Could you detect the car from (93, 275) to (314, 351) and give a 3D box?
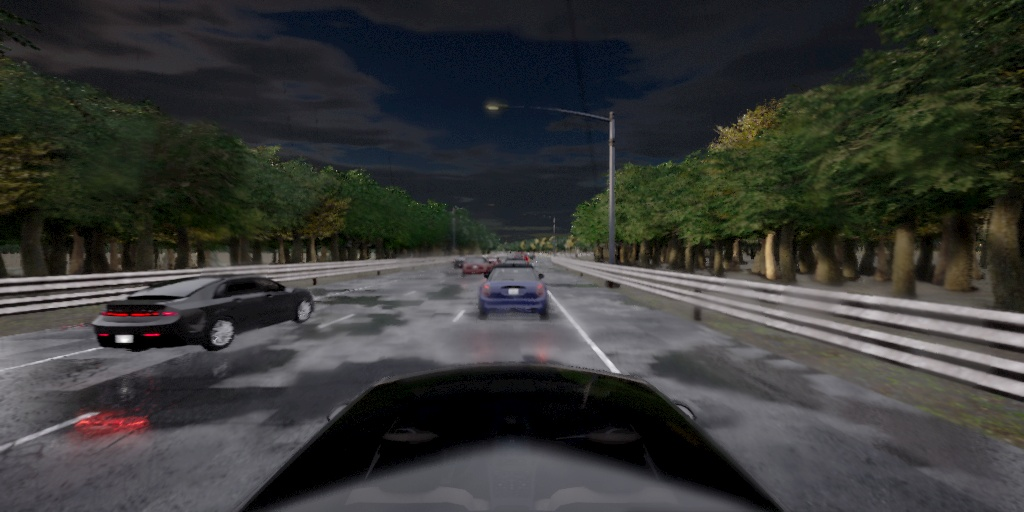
[{"bbox_3d":[-6.864,1.200,8.786,1.837,1.490,4.892,0,1,0],"label":"car"}]

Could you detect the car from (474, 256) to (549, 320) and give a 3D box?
[{"bbox_3d":[0.076,1.023,12.434,2.097,1.767,4.553,0,0,1],"label":"car"}]

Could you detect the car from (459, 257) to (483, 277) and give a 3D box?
[{"bbox_3d":[-2.920,0.871,31.139,2.097,1.767,4.553,0,0,2],"label":"car"}]

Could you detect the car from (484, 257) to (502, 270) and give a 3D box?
[{"bbox_3d":[-2.359,0.918,45.711,1.812,1.442,4.674,0,1,3],"label":"car"}]

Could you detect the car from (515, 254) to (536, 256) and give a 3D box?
[{"bbox_3d":[0.276,0.934,23.929,2.097,1.767,4.553,0,0,1],"label":"car"}]

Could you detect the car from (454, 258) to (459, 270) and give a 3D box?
[{"bbox_3d":[-5.924,0.874,44.838,1.882,1.535,5.008,0,1,3],"label":"car"}]
